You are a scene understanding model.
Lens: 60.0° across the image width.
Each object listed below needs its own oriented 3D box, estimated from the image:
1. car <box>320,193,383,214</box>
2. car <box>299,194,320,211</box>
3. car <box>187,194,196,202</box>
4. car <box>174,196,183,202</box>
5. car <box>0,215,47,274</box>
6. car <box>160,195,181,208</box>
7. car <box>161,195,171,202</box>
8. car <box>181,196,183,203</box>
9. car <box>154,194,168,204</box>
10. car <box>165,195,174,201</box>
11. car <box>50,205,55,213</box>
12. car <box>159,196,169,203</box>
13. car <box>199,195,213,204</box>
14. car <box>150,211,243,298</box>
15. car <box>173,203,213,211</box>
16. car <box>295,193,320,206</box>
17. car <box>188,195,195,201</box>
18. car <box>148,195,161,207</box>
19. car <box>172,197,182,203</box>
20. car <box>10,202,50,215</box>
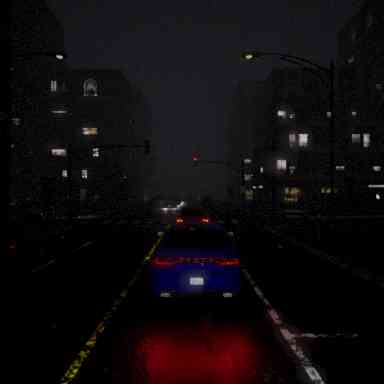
[{"bbox_3d":[14.663,1.029,29.743,5.009,1.841,2.192,-1,1,-1],"label":"car"},{"bbox_3d":[14.507,1.209,35.550,4.892,1.490,1.837,-1,0,1],"label":"car"},{"bbox_3d":[-0.086,1.390,80.501,2.097,1.767,4.553,0,0,0],"label":"car"},{"bbox_3d":[-3.086,1.621,78.483,1.895,1.301,4.718,0,0,0],"label":"car"},{"bbox_3d":[-5.750,1.582,9.759,1.802,1.307,4.206,0,0,0],"label":"car"},{"bbox_3d":[-3.133,1.560,49.154,2.033,1.411,5.357,0,0,-1],"label":"car"},{"bbox_3d":[-5.771,1.470,74.513,1.967,1.590,4.097,0,0,0],"label":"car"},{"bbox_3d":[-3.142,1.370,58.636,2.097,1.767,4.553,0,0,0],"label":"car"},{"bbox_3d":[-5.759,1.336,63.148,2.192,1.841,5.009,0,0,0],"label":"car"},{"bbox_3d":[-5.783,1.480,85.878,1.967,1.590,4.097,0,0,0],"label":"car"},{"bbox_3d":[-17.092,1.794,35.239,4.892,1.490,1.837,-1,0,-1],"label":"car"},{"bbox_3d":[-5.765,1.550,68.660,1.752,1.417,4.829,0,0,0],"label":"car"},{"bbox_3d":[2.628,1.458,57.476,1.967,1.590,4.097,0,0,0],"label":"car"},{"bbox_3d":[0.094,1.477,8.554,1.882,1.535,5.008,0,0,0],"label":"car"},{"bbox_3d":[0.079,1.526,17.894,1.812,1.442,4.674,0,0,1],"label":"car"},{"bbox_3d":[14.519,1.014,38.121,5.009,1.841,2.192,-1,1,-1],"label":"car"},{"bbox_3d":[-0.097,1.522,90.366,1.882,1.535,5.008,0,0,0],"label":"car"},{"bbox_3d":[-5.746,1.580,51.783,1.947,1.339,4.313,0,0,0],"label":"car"},{"bbox_3d":[-3.084,1.626,68.144,1.895,1.301,4.718,0,0,0],"label":"car"},{"bbox_3d":[-16.709,1.888,32.043,4.718,1.301,1.895,-1,0,-1],"label":"car"}]
